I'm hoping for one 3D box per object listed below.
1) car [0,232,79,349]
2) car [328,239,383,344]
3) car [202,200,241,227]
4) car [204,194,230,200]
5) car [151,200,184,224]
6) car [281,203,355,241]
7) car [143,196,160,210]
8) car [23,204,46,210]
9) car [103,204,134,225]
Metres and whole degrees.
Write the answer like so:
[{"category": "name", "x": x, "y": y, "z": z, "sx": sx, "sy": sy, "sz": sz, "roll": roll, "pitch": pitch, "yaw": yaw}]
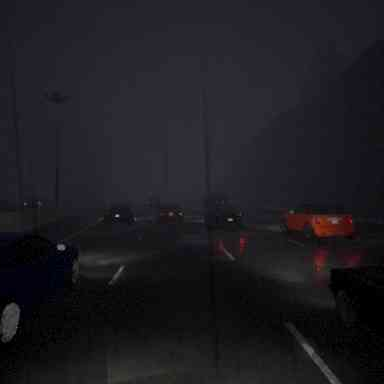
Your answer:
[{"category": "car", "x": -3.634, "y": 1.481, "z": 6.234, "sx": 1.882, "sy": 1.535, "sz": 5.008, "roll": 0, "pitch": 0, "yaw": -2}, {"category": "car", "x": 3.462, "y": 1.594, "z": 3.996, "sx": 1.895, "sy": 1.301, "sz": 4.718, "roll": 0, "pitch": 0, "yaw": -1}, {"category": "car", "x": 2.036, "y": 1.514, "z": 22.505, "sx": 1.812, "sy": 1.442, "sz": 4.674, "roll": 0, "pitch": 0, "yaw": -7}, {"category": "car", "x": 2.808, "y": 1.203, "z": 39.127, "sx": 2.150, "sy": 2.045, "sz": 5.566, "roll": 0, "pitch": 0, "yaw": -12}, {"category": "car", "x": -1.764, "y": 1.541, "z": 24.774, "sx": 2.033, "sy": 1.411, "sz": 5.357, "roll": 0, "pitch": 0, "yaw": -9}, {"category": "car", "x": 6.156, "y": 1.337, "z": 16.878, "sx": 2.097, "sy": 1.767, "sz": 4.553, "roll": 0, "pitch": 0, "yaw": -5}, {"category": "car", "x": -5.021, "y": 1.345, "z": 41.939, "sx": 2.097, "sy": 1.767, "sz": 4.553, "roll": 0, "pitch": 0, "yaw": -13}, {"category": "car", "x": -19.461, "y": 1.365, "z": 41.412, "sx": 2.097, "sy": 1.767, "sz": 4.553, "roll": 0, "pitch": 0, "yaw": -14}, {"category": "car", "x": -5.263, "y": 1.563, "z": 24.260, "sx": 1.994, "sy": 1.385, "sz": 4.181, "roll": 0, "pitch": 0, "yaw": -8}]
